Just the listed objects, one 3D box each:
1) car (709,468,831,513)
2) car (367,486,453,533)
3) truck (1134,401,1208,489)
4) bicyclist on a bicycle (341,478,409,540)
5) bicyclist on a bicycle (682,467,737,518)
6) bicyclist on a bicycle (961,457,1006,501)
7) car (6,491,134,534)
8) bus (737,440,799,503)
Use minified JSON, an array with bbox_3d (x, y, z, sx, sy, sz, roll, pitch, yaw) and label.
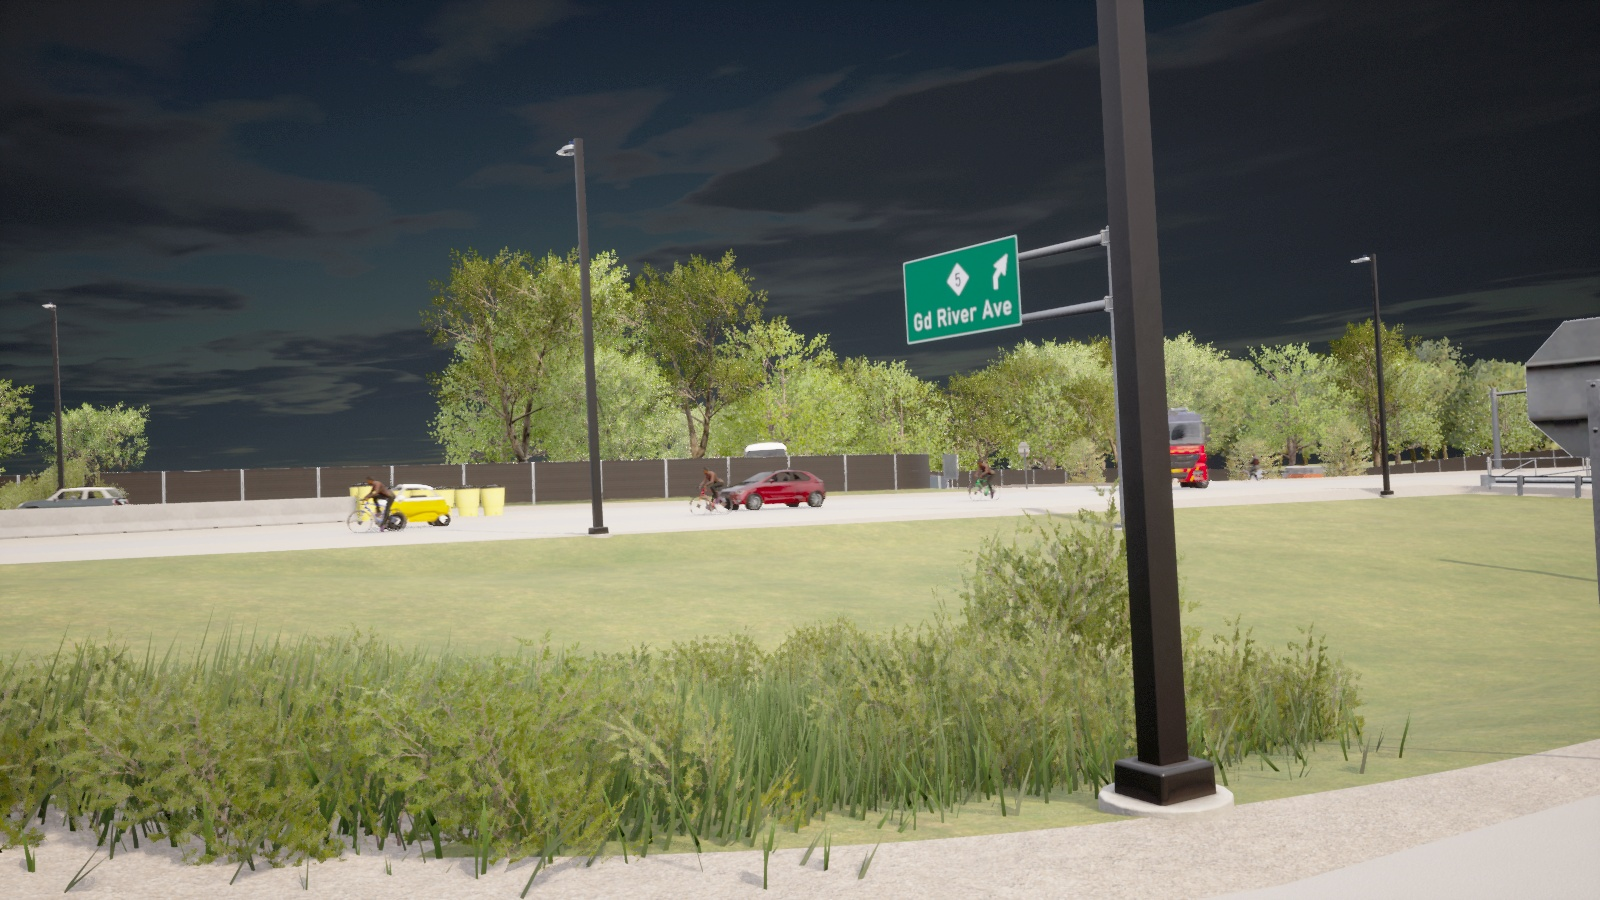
[{"bbox_3d":[-1.089,1.506,46.886,4.193,1.474,1.816,-2,-2,-35],"label":"car"},{"bbox_3d":[-12.177,1.849,39.217,2.207,1.376,1.481,-1,-2,-35],"label":"car"},{"bbox_3d":[17.730,-0.159,60.504,2.891,3.827,8.468,-3,-1,14],"label":"truck"},{"bbox_3d":[-11.893,1.638,35.168,1.656,1.620,0.582,-2,-1,-35],"label":"bicyclist on a bicycle"},{"bbox_3d":[-2.971,1.395,41.337,1.656,1.620,0.582,-2,-1,-35],"label":"bicyclist on a bicycle"},{"bbox_3d":[7.051,1.124,48.267,1.656,1.620,0.582,-2,-1,-35],"label":"bicyclist on a bicycle"},{"bbox_3d":[-28.195,2.402,48.604,3.806,1.475,1.970,-2,-1,-10],"label":"car"},{"bbox_3d":[-2.589,1.668,95.800,3.944,4.253,10.273,-4,-1,-4],"label":"bus"}]
